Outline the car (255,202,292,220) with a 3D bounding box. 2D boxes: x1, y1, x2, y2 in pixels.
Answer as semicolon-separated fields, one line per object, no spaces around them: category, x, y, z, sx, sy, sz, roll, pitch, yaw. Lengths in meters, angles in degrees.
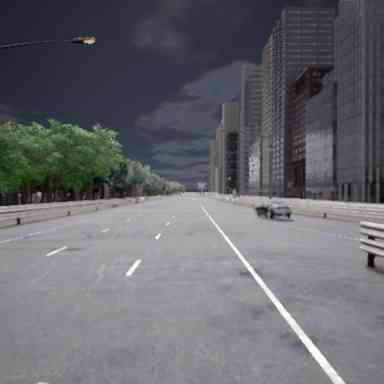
car;7.242;1.647;30.175;2.128;1.511;4.902;0;0;-10
